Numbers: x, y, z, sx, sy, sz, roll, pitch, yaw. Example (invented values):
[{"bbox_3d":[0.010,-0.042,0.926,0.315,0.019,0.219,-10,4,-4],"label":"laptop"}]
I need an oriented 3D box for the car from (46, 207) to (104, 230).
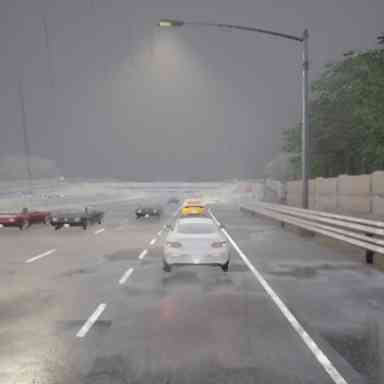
[{"bbox_3d":[-6.859,1.540,20.441,1.895,1.301,4.718,0,0,0],"label":"car"}]

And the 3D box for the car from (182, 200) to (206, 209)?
[{"bbox_3d":[0.184,1.390,28.760,1.882,1.535,5.008,0,0,0],"label":"car"}]

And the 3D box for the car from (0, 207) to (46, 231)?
[{"bbox_3d":[-10.359,1.541,20.285,1.895,1.301,4.718,0,0,0],"label":"car"}]

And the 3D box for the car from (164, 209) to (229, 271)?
[{"bbox_3d":[0.126,1.498,10.731,1.812,1.442,4.674,0,0,0],"label":"car"}]

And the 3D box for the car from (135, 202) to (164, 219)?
[{"bbox_3d":[-3.424,1.516,27.845,1.895,1.301,4.718,0,0,0],"label":"car"}]

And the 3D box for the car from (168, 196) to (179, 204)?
[{"bbox_3d":[-3.259,1.410,60.324,1.895,1.301,4.718,0,0,0],"label":"car"}]
